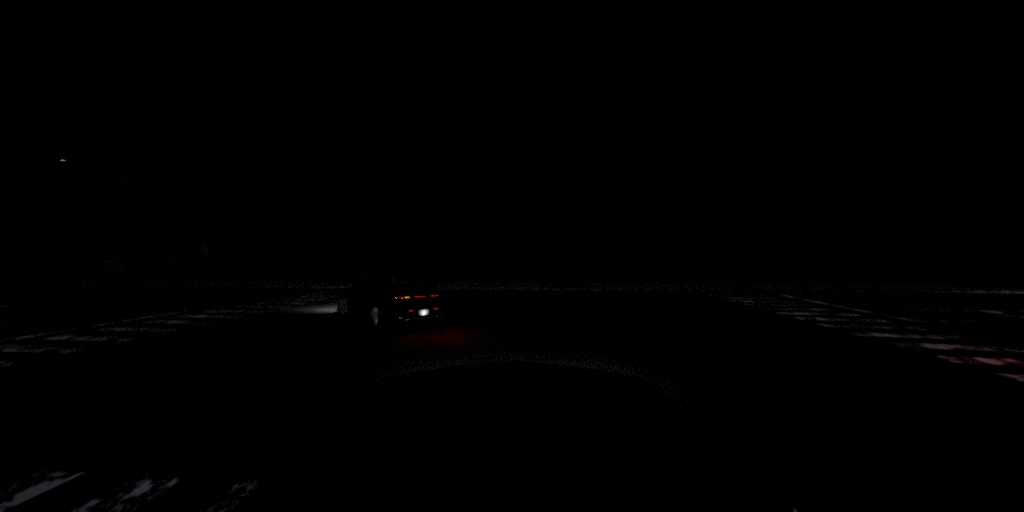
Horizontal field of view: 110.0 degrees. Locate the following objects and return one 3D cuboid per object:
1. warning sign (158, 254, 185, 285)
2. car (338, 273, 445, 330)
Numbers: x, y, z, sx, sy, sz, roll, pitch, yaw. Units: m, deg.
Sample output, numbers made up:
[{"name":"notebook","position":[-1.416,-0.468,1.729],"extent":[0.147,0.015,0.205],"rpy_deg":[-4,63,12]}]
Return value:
[{"name":"warning sign","position":[-21.315,0.833,22.551],"extent":[1.060,1.860,1.300],"rpy_deg":[0,0,7]},{"name":"car","position":[-3.968,1.264,11.457],"extent":[1.837,1.490,4.892],"rpy_deg":[1,-1,-41]}]
